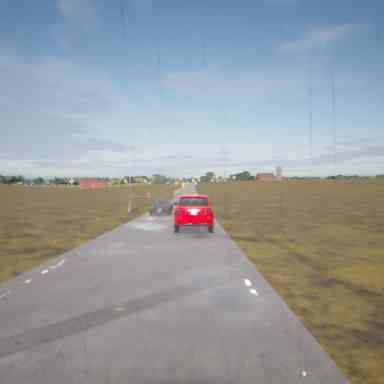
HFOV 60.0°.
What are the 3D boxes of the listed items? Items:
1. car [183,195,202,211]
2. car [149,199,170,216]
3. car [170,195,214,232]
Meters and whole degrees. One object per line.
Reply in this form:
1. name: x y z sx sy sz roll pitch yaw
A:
1. car: 0.094 1.215 39.267 2.097 1.767 4.553 0 0 0
2. car: -2.849 1.418 31.089 1.837 1.490 4.892 0 0 0
3. car: 0.098 1.179 19.792 2.150 2.045 5.566 0 0 0
